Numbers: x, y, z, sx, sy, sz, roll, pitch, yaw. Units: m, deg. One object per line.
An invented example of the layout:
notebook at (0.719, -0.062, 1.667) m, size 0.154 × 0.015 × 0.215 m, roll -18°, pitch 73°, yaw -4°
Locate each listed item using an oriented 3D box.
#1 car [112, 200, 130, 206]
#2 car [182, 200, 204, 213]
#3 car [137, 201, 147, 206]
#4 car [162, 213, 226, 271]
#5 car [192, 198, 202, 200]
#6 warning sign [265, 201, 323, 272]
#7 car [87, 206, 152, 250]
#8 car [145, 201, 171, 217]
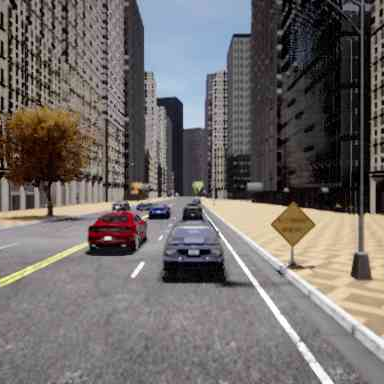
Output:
car at (-9.856, 1.923, 46.460) m, size 2.128 × 1.511 × 4.902 m, roll 0°, pitch -1°, yaw 0°
car at (0.078, 1.805, 32.279) m, size 1.837 × 1.490 × 4.892 m, roll 0°, pitch 0°, yaw 0°
car at (-6.604, 1.995, 46.650) m, size 1.994 × 1.385 × 4.181 m, roll 0°, pitch -1°, yaw 0°
car at (0.062, 1.652, 11.252) m, size 2.033 × 1.411 × 5.357 m, roll 0°, pitch 0°, yaw 0°
car at (1.106, 2.048, 75.449) m, size 2.097 × 1.767 × 4.553 m, roll 0°, pitch -1°, yaw 0°
warning sign at (2.862, 1.203, 9.459) m, size 1.300 × 1.860 × 1.060 m, roll 1°, pitch 0°, yaw 0°
car at (-3.172, 1.618, 15.035) m, size 1.882 × 1.535 × 5.008 m, roll 0°, pitch 0°, yaw 0°
car at (-3.171, 1.875, 33.564) m, size 1.994 × 1.385 × 4.181 m, roll 0°, pitch 0°, yaw 0°
